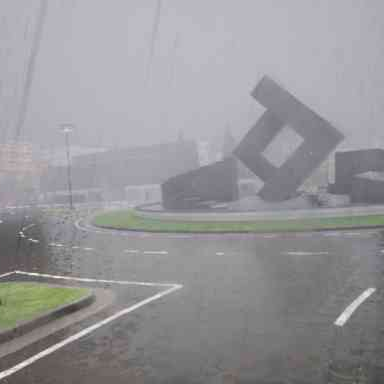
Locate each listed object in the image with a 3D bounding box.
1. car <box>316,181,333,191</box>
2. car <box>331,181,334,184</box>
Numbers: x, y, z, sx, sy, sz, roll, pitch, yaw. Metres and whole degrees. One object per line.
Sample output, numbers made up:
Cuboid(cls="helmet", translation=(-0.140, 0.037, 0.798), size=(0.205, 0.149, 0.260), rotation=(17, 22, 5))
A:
Cuboid(cls="car", translation=(26.803, -0.966, 68.112), size=(1.895, 1.301, 4.718), rotation=(-3, 1, 32))
Cuboid(cls="car", translation=(34.151, -1.855, 81.991), size=(2.097, 1.767, 4.553), rotation=(-3, 1, 28))
